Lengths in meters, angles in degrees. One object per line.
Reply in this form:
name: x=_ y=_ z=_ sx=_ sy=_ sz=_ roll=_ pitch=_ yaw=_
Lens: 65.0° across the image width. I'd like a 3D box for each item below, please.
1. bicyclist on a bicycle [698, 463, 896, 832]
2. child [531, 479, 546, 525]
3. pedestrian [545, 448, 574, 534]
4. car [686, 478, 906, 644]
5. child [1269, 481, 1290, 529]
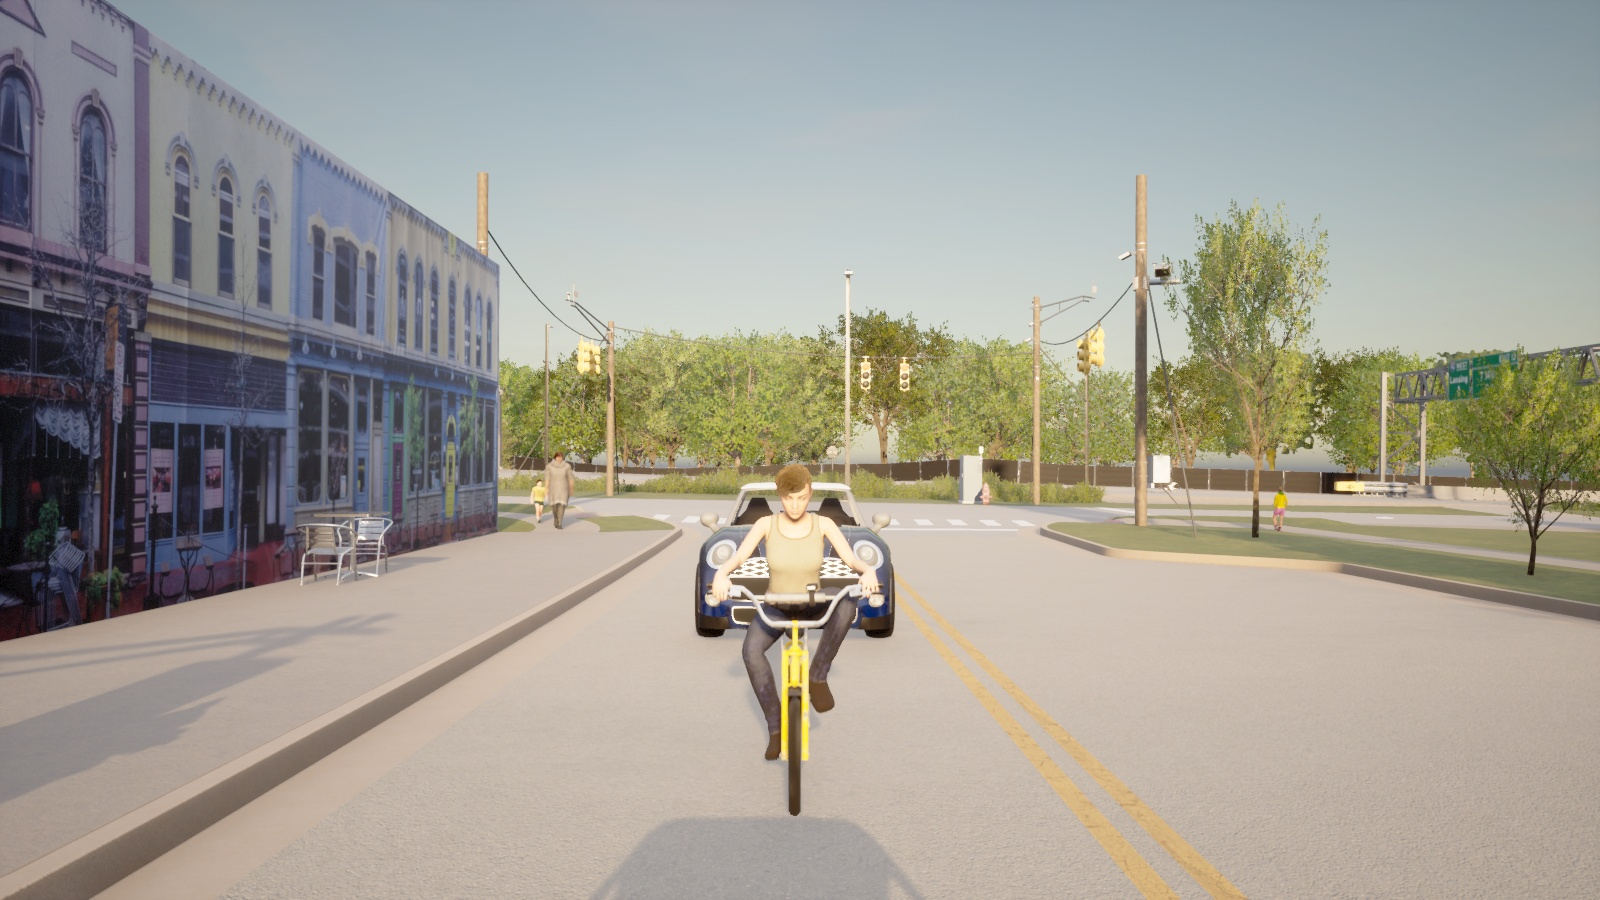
bicyclist on a bicycle: x=-0.020 y=0.873 z=6.268 sx=0.866 sy=1.612 sz=1.509 roll=0 pitch=0 yaw=-1
child: x=-6.317 y=1.254 z=30.344 sx=0.255 sy=1.110 sz=0.394 roll=0 pitch=-1 yaw=-29
pedestrian: x=-5.609 y=0.944 z=29.294 sx=0.659 sy=1.952 sz=0.873 roll=0 pitch=-1 yaw=-12
car: x=-0.039 y=1.037 z=13.186 sx=1.970 sy=1.475 sz=3.806 roll=0 pitch=-1 yaw=0
child: x=11.797 y=1.340 z=30.908 sx=0.299 sy=1.160 sz=0.473 roll=0 pitch=-1 yaw=-3
